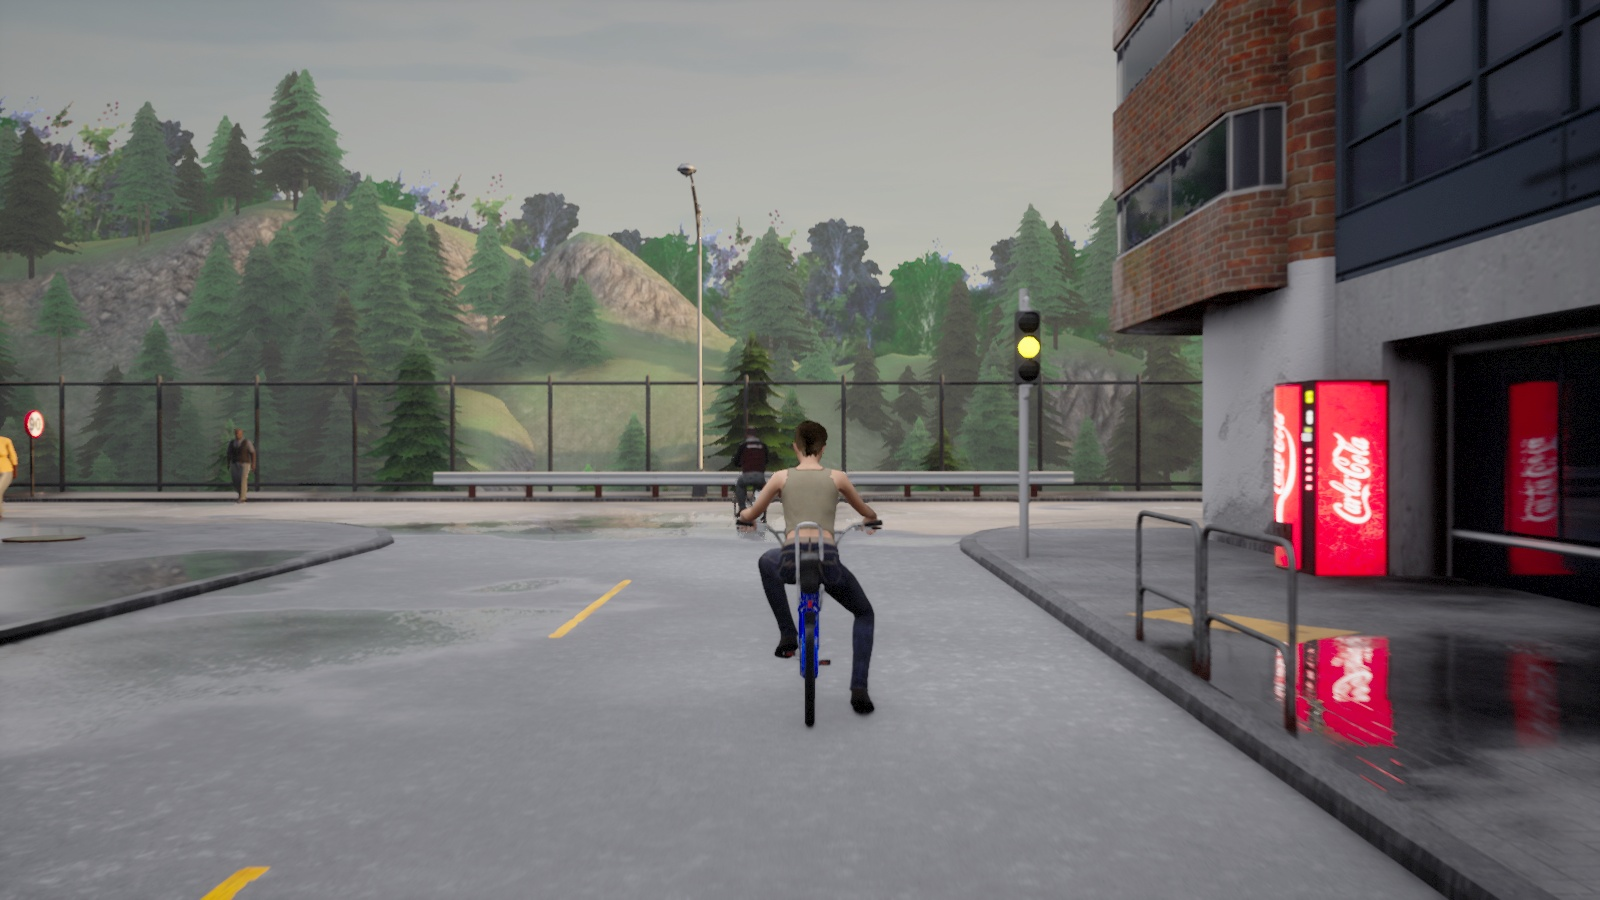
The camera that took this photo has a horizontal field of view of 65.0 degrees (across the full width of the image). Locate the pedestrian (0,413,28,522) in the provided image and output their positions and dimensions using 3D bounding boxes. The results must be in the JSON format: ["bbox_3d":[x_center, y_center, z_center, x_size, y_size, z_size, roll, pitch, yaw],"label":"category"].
[{"bbox_3d":[-13.974,0.299,21.731,0.874,1.855,0.900,0,0,-21],"label":"pedestrian"}]

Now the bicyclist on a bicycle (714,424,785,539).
[{"bbox_3d":[-0.842,0.479,20.428,0.659,1.776,1.843,-1,1,-18],"label":"bicyclist on a bicycle"}]

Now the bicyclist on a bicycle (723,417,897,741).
[{"bbox_3d":[0.051,0.636,6.991,0.866,1.612,1.509,0,0,0],"label":"bicyclist on a bicycle"}]

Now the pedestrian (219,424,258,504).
[{"bbox_3d":[-13.430,0.330,30.059,0.563,1.883,0.849,0,0,0],"label":"pedestrian"}]
